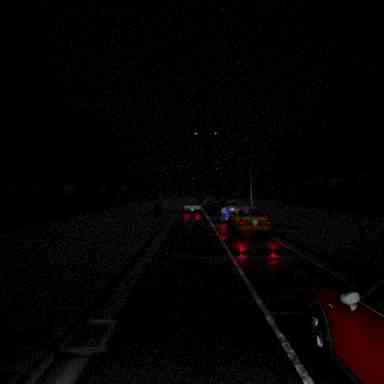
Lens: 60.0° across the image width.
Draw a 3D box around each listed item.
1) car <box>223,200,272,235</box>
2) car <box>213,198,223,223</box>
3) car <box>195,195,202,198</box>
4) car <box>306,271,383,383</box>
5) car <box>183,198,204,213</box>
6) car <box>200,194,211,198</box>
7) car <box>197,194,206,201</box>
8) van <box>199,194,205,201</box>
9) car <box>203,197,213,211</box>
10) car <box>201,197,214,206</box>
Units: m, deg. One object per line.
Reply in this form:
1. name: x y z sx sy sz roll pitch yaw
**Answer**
1. car: 3.032 1.453 18.516 1.801 1.575 5.366 0 0 0
2. car: 2.998 1.354 25.297 2.097 1.767 4.553 0 0 0
3. car: 0.049 1.586 48.403 1.994 1.385 4.181 0 0 0
4. car: 2.631 1.438 3.333 1.967 1.590 4.097 -1 0 0
5. car: 0.045 1.609 37.115 1.895 1.301 4.718 0 0 1
6. car: 2.648 1.468 51.955 1.967 1.590 4.097 -1 0 0
7. car: 2.661 1.446 94.528 2.192 1.841 5.009 -1 0 0
8. van: 2.660 1.455 89.122 1.690 1.788 3.998 -1 0 0
9. car: 2.646 1.594 41.150 1.802 1.307 4.206 -1 0 0
10. car: 2.651 1.603 57.357 1.947 1.339 4.313 -1 0 0
